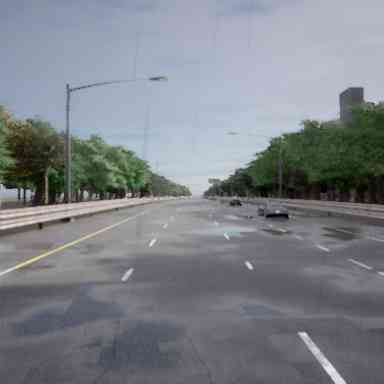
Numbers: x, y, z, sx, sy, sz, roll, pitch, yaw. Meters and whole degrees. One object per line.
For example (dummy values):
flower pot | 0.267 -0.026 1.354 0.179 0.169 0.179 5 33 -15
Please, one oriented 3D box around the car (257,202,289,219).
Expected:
car | 7.016 1.576 29.139 1.994 1.385 4.181 0 0 0

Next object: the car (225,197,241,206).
car | 7.099 1.647 56.133 1.837 1.490 4.892 0 -1 0

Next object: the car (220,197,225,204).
car | 7.201 1.874 73.807 2.033 1.411 5.357 0 -1 0
